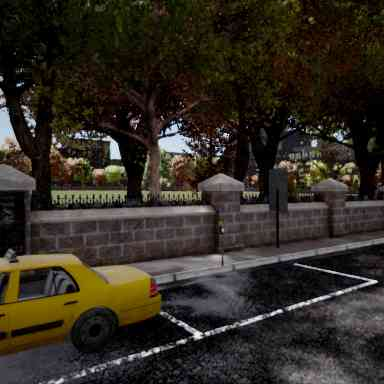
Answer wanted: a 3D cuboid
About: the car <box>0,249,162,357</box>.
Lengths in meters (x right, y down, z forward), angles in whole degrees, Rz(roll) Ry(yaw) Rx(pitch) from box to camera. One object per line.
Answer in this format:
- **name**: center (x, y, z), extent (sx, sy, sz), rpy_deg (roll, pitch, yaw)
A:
- **car**: center (-2.780, 1.526, 4.576), extent (4.829, 1.417, 1.752), rpy_deg (0, 0, -35)
